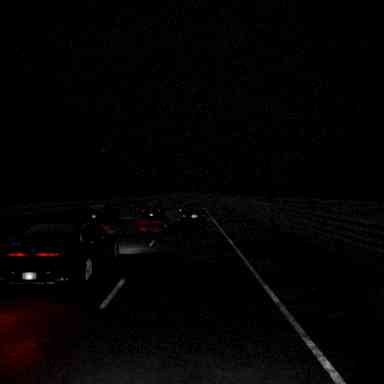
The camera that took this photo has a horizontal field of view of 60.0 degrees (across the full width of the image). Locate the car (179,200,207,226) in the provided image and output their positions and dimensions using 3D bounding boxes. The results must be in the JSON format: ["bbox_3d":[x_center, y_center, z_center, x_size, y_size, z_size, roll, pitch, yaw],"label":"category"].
[{"bbox_3d":[0.099,1.559,23.242,2.033,1.411,5.357,0,0,0],"label":"car"}]

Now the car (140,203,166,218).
[{"bbox_3d":[-3.400,1.621,30.110,1.895,1.301,4.718,0,0,0],"label":"car"}]

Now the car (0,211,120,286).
[{"bbox_3d":[-3.399,1.505,9.374,1.837,1.490,4.892,0,0,0],"label":"car"}]

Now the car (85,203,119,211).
[{"bbox_3d":[-6.901,1.540,25.679,1.812,1.442,4.674,0,0,0],"label":"car"}]

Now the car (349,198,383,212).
[{"bbox_3d":[21.744,1.543,41.271,2.097,1.767,4.553,0,0,-20],"label":"car"}]
